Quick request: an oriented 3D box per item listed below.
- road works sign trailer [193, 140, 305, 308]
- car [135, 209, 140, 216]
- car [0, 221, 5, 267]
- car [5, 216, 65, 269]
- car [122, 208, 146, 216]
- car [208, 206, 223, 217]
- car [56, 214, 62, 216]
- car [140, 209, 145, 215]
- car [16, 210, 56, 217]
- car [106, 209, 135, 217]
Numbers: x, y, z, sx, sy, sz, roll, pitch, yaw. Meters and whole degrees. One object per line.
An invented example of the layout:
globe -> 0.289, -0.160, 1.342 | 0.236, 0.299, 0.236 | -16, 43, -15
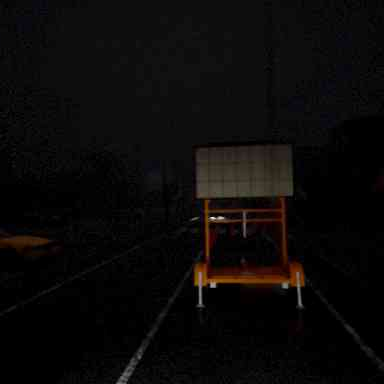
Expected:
road works sign trailer -> 1.285, 0.569, 8.178 | 2.380, 3.560, 2.880 | -1, -1, 6
car -> -13.361, 4.043, 65.536 | 4.892, 1.521, 2.231 | -1, -2, 7
car -> -8.209, 1.691, 9.393 | 4.553, 1.767, 2.185 | -1, -1, 7
car -> -7.637, 1.871, 12.259 | 5.366, 1.575, 1.946 | -1, -1, 7
car -> -12.524, 4.329, 71.897 | 4.674, 1.452, 2.002 | -1, -2, 7
car -> 4.025, 3.351, 54.332 | 1.994, 1.385, 4.181 | -1, -2, 7
car -> -17.010, 2.855, 38.191 | 4.553, 1.767, 2.185 | -1, -2, 7
car -> -12.944, 4.168, 68.780 | 5.008, 1.535, 2.097 | -1, -2, 7
car -> -17.349, 2.899, 35.035 | 4.674, 1.452, 2.002 | -1, -2, 7
car -> -13.791, 3.956, 62.289 | 4.674, 1.452, 2.002 | -1, -2, 7
